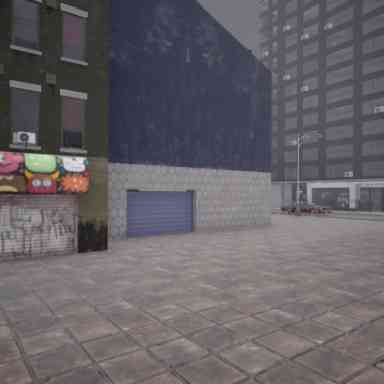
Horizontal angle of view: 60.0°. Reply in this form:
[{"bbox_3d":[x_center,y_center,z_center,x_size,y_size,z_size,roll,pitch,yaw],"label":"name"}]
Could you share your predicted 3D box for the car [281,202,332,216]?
[{"bbox_3d":[11.129,1.632,32.509,1.895,1.301,4.718,1,0,-36],"label":"car"}]
